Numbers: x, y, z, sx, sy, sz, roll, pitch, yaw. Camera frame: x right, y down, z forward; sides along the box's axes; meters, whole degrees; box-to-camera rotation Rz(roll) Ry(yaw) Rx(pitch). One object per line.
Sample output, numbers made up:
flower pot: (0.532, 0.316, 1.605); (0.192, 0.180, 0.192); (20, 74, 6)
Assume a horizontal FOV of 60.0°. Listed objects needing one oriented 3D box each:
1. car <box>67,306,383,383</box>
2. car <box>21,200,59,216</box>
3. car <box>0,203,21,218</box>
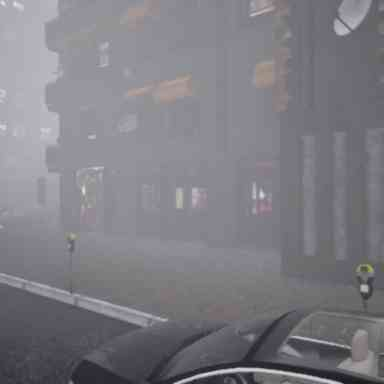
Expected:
car: (0.879, 1.555, 2.247); (4.403, 1.369, 2.008); (-1, 0, 36)
car: (-14.604, 1.517, 33.109); (1.752, 1.417, 4.829); (0, 1, 35)
car: (-17.693, 1.617, 28.684); (2.008, 1.369, 4.403); (0, 1, 35)
